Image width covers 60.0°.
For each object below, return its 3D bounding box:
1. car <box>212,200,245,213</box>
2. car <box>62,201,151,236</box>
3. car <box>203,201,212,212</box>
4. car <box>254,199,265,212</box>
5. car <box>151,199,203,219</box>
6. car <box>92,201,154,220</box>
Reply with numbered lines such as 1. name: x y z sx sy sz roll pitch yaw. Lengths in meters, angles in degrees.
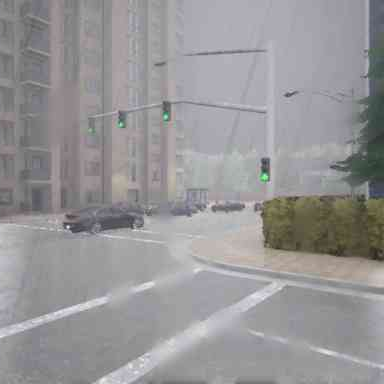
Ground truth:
1. car: 4.029 1.601 37.158 1.895 1.301 4.718 0 0 36
2. car: -4.821 1.505 18.732 1.837 1.490 4.892 0 0 36
3. car: -0.270 1.492 37.206 2.128 1.511 4.902 0 0 36
4. car: 8.453 1.526 37.001 1.812 1.442 4.674 0 0 36
5. car: -1.624 1.547 29.414 2.033 1.411 5.357 0 0 36
6. car: -5.960 1.547 29.407 2.033 1.411 5.357 0 0 36
